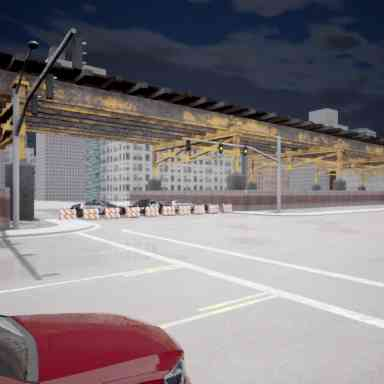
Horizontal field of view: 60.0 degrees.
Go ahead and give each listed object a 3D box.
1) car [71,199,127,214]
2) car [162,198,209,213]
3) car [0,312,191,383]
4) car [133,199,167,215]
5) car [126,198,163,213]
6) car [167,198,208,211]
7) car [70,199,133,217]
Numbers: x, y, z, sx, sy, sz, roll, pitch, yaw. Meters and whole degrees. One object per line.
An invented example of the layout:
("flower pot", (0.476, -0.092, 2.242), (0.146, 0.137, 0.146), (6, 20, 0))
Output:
("car", (-8.441, 1.296, 30.391), (4.536, 1.218, 1.853), (0, 0, 8))
("car", (-0.749, 1.455, 36.847), (4.974, 1.542, 2.038), (0, 0, -7))
("car", (-2.162, 1.526, 2.225), (4.674, 1.442, 1.812), (0, 0, -35))
("car", (-4.651, 1.454, 33.078), (2.038, 1.542, 4.974), (0, 0, 18))
("car", (-4.635, 1.297, 33.128), (1.853, 1.218, 4.536), (0, 0, 18))
("car", (-0.801, 1.297, 36.841), (4.536, 1.218, 1.853), (0, 0, -7))
("car", (-8.389, 1.454, 30.384), (4.974, 1.542, 2.038), (0, 0, 8))
